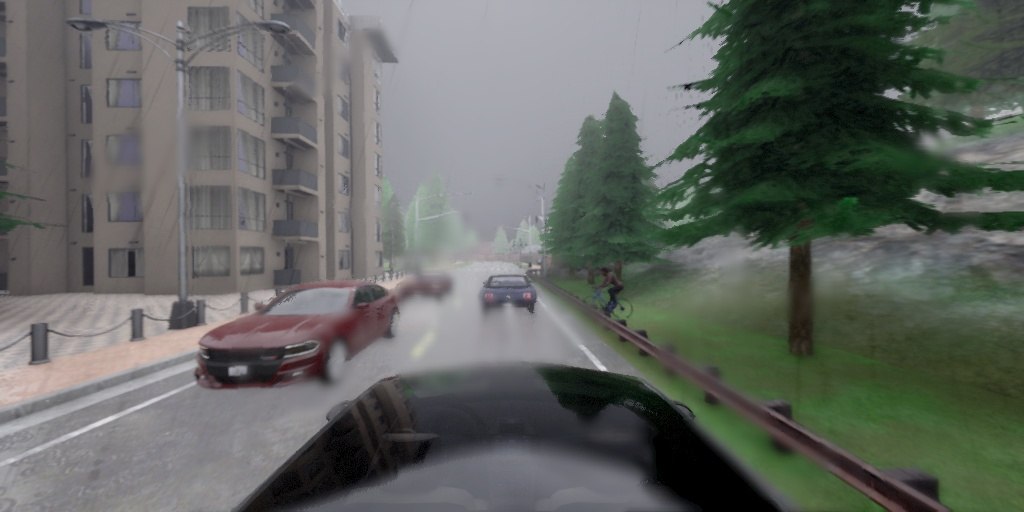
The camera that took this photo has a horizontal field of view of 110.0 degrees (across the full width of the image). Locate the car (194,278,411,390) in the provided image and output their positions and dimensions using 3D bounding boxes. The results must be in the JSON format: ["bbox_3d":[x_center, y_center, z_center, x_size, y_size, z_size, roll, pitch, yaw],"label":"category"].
[{"bbox_3d":[-3.705,1.259,7.268,1.882,1.535,5.008,-1,0,-1],"label":"car"}]

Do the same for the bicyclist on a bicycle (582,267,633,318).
[{"bbox_3d":[3.044,1.195,11.364,1.656,1.620,0.582,3,0,-2],"label":"bicyclist on a bicycle"}]

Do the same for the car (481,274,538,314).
[{"bbox_3d":[-0.150,1.348,13.809,1.895,1.301,4.718,-1,0,-2],"label":"car"}]

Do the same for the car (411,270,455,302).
[{"bbox_3d":[-3.945,1.380,17.152,1.895,1.301,4.718,-1,0,-1],"label":"car"}]
